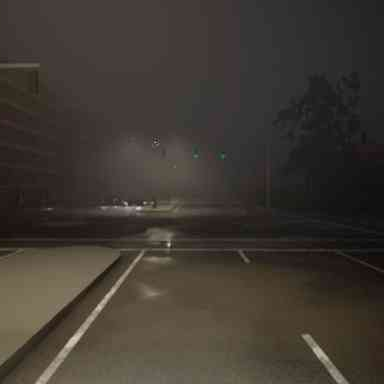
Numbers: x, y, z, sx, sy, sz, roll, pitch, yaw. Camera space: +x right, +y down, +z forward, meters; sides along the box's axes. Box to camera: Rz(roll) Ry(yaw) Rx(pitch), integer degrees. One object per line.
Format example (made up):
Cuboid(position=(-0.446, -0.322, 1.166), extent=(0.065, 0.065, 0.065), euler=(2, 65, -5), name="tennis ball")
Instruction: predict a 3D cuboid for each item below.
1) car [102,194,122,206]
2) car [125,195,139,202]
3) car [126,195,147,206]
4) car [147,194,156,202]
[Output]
Cuboid(position=(-11.611, 1.053, 48.506), extent=(2.097, 1.767, 4.553), euler=(0, 0, 0), name="car")
Cuboid(position=(-11.563, 1.204, 64.399), extent=(1.895, 1.301, 4.718), euler=(0, 0, 0), name="car")
Cuboid(position=(-8.113, 1.305, 48.045), extent=(1.895, 1.301, 4.718), euler=(0, 0, 0), name="car")
Cuboid(position=(-8.065, 1.131, 64.087), extent=(1.812, 1.442, 4.674), euler=(0, 0, 0), name="car")
